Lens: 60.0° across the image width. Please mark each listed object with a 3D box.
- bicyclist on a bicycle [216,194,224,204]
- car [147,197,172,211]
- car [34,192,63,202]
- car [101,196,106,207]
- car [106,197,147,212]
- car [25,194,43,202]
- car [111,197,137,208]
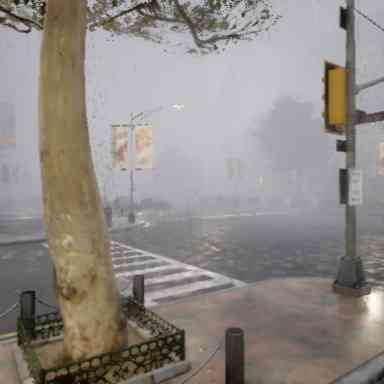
[{"bbox_3d":[4.405,1.128,52.476,1.656,1.620,0.582,-1,0,-36],"label":"bicyclist on a bicycle"},{"bbox_3d":[-4.294,1.379,39.720,1.882,1.535,5.008,0,0,-37],"label":"car"},{"bbox_3d":[-30.900,1.084,71.625,5.566,2.045,2.150,0,0,12],"label":"car"},{"bbox_3d":[-13.036,1.272,45.805,2.097,1.767,4.553,0,0,-37],"label":"car"},{"bbox_3d":[-7.611,1.467,38.356,2.033,1.411,5.357,0,0,-35],"label":"car"},{"bbox_3d":[-31.858,1.477,68.261,4.718,1.301,1.895,0,0,12],"label":"car"},{"bbox_3d":[-9.730,1.428,47.240,1.812,1.442,4.674,0,0,-37],"label":"car"}]
